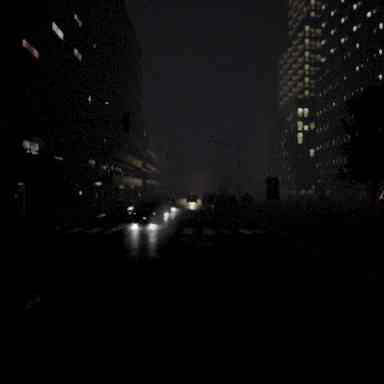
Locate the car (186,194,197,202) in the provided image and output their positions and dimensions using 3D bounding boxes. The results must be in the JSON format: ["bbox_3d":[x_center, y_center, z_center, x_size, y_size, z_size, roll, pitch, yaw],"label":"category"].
[{"bbox_3d":[-0.173,1.148,66.234,2.128,1.511,4.902,0,0,0],"label":"car"}]

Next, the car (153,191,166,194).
[{"bbox_3d":[-5.837,1.124,54.606,1.967,1.590,4.097,0,0,0],"label":"car"}]

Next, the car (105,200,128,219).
[{"bbox_3d":[-5.763,1.367,26.974,2.008,1.369,4.403,0,0,0],"label":"car"}]

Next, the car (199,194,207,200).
[{"bbox_3d":[2.485,1.145,76.905,1.752,1.417,4.829,0,0,0],"label":"car"}]

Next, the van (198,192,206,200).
[{"bbox_3d":[2.471,0.940,82.260,1.690,1.788,3.998,0,0,0],"label":"van"}]

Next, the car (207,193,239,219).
[{"bbox_3d":[2.616,1.163,26.995,2.192,1.841,5.009,0,0,0],"label":"car"}]

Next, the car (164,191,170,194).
[{"bbox_3d":[-5.866,1.075,65.659,1.967,1.590,4.097,0,0,0],"label":"car"}]

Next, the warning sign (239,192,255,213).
[{"bbox_3d":[4.995,0.955,30.257,1.300,1.860,1.060,0,1,0],"label":"warning sign"}]

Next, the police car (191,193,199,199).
[{"bbox_3d":[0.679,1.006,85.364,1.930,1.638,5.238,0,0,0],"label":"police car"}]

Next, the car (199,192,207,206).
[{"bbox_3d":[2.558,1.055,49.100,2.192,1.841,5.009,0,0,0],"label":"car"}]

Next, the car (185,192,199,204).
[{"bbox_3d":[-0.044,1.204,56.077,1.837,1.490,4.892,0,0,0],"label":"car"}]

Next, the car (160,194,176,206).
[{"bbox_3d":[-3.196,1.336,45.363,1.895,1.301,4.718,0,0,0],"label":"car"}]

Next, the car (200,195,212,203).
[{"bbox_3d":[2.529,1.235,60.156,1.887,1.381,4.507,0,0,0],"label":"car"}]

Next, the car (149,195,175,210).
[{"bbox_3d":[-3.187,1.347,35.352,1.994,1.385,4.181,0,0,0],"label":"car"}]

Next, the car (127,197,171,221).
[{"bbox_3d":[-3.134,1.382,25.382,2.033,1.411,5.357,0,0,3],"label":"car"}]

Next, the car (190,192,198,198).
[{"bbox_3d":[0.514,0.896,95.267,2.097,1.767,4.553,0,0,3],"label":"car"}]
